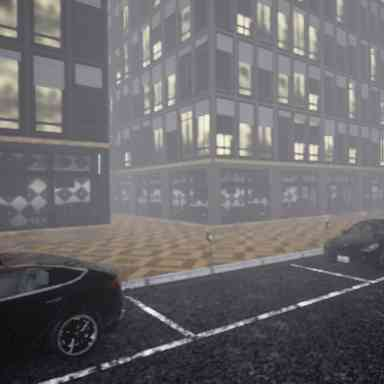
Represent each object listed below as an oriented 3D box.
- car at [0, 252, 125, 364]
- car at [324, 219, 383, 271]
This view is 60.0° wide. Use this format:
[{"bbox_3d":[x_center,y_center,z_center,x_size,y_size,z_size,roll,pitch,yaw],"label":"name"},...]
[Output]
[{"bbox_3d":[-3.022,1.566,4.377,4.313,1.339,1.947,0,-1,-35],"label":"car"},{"bbox_3d":[6.170,1.578,10.932,4.313,1.339,1.947,0,-1,-35],"label":"car"}]
